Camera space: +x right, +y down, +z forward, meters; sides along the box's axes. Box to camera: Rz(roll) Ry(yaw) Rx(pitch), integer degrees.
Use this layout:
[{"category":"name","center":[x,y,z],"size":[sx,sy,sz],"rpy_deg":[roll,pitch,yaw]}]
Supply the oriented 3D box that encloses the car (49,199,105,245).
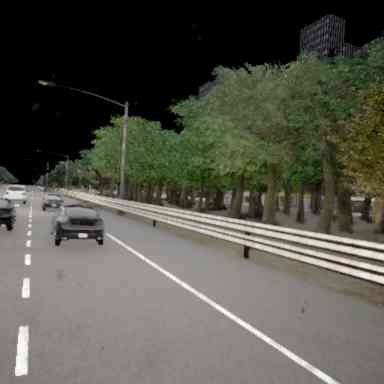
[{"category":"car","center":[-4.994,1.302,14.399],"size":[1.837,1.490,4.892],"rpy_deg":[4,0,-25]}]

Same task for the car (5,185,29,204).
[{"category":"car","center":[-20.242,0.266,38.390],"size":[2.150,2.045,5.566],"rpy_deg":[4,0,-26]}]

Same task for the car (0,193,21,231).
[{"category":"car","center":[-9.948,0.995,16.790],"size":[1.882,1.535,5.008],"rpy_deg":[4,0,-26]}]

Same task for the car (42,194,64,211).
[{"category":"car","center":[-13.005,0.954,31.204],"size":[1.812,1.442,4.674],"rpy_deg":[4,0,-25]}]
